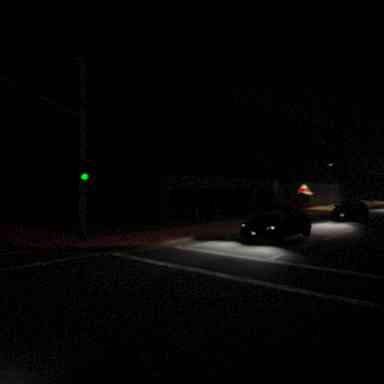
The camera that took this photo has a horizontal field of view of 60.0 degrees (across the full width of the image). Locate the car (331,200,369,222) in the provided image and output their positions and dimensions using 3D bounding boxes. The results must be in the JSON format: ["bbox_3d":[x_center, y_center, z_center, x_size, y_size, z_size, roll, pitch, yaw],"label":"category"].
[{"bbox_3d":[12.383,1.398,25.939,2.128,1.511,4.902,0,1,39],"label":"car"}]

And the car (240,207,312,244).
[{"bbox_3d":[4.129,1.459,15.808,1.812,1.442,4.674,0,0,41],"label":"car"}]
